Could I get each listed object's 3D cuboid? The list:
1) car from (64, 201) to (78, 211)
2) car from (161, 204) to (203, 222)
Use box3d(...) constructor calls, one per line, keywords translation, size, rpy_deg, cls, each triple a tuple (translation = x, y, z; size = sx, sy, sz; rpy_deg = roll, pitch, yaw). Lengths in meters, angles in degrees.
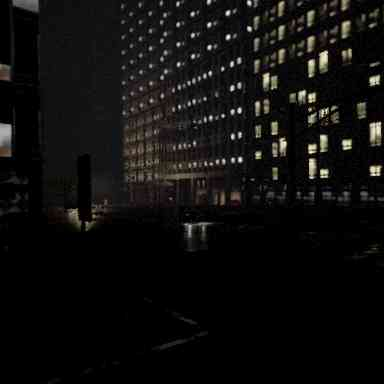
box3d(translation=(-19.914, 2.270, 55.203), size=(1.812, 1.442, 4.674), rpy_deg=(-1, 0, -37), cls="car")
box3d(translation=(-0.986, 1.872, 29.760), size=(1.837, 1.490, 4.892), rpy_deg=(-1, 0, -37), cls="car")
